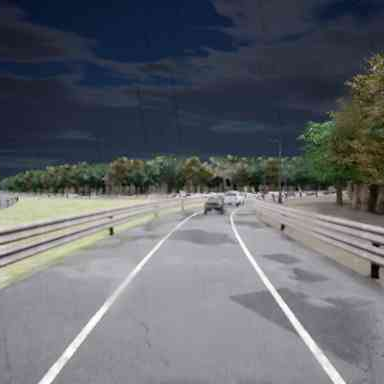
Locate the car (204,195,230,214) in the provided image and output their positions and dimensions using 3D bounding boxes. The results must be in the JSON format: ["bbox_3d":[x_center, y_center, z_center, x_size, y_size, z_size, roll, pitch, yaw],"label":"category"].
[{"bbox_3d":[2.346,1.337,32.712,1.837,1.490,4.892,0,0,11],"label":"car"}]

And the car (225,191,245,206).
[{"bbox_3d":[6.005,0.924,47.151,2.150,2.045,5.566,1,1,19],"label":"car"}]
